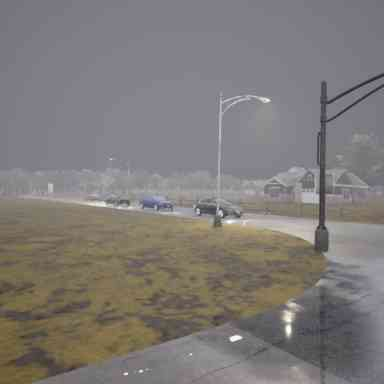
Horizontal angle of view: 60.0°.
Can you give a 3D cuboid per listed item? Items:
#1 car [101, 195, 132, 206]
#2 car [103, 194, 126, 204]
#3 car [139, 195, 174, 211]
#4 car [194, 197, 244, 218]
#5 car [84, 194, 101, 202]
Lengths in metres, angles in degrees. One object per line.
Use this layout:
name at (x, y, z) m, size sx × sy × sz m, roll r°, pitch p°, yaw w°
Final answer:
car at (-9.540, 1.108, 42.756) m, size 1.895 × 1.301 × 4.718 m, roll 2°, pitch -1°, yaw -35°
car at (-12.403, 1.088, 52.977) m, size 1.994 × 1.385 × 4.181 m, roll 2°, pitch -1°, yaw -35°
car at (-3.753, 1.083, 34.600) m, size 1.882 × 1.535 × 5.008 m, roll 2°, pitch 0°, yaw -36°
car at (2.040, 1.226, 26.452) m, size 1.837 × 1.490 × 4.892 m, roll 2°, pitch 0°, yaw -35°
car at (-18.199, 1.008, 61.130) m, size 2.033 × 1.411 × 5.357 m, roll 2°, pitch -1°, yaw -35°
